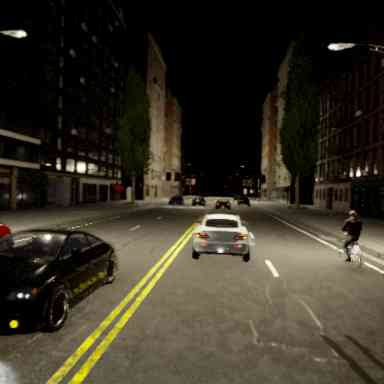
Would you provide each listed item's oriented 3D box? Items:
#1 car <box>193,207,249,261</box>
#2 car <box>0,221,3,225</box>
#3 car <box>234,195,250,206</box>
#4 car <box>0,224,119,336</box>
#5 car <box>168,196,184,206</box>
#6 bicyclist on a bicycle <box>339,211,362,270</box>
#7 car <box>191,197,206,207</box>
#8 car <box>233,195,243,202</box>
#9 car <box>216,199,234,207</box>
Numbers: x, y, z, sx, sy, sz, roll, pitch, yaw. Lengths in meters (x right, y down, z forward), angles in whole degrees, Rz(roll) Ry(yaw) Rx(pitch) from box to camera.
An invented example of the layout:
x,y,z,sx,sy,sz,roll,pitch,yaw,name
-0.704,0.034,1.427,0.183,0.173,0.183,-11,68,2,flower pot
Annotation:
x,y,z,sx,sy,sz,roll,pitch,yaw,name
1.086,1.502,12.230,1.812,1.442,4.674,2,0,5,car
-6.105,1.147,7.328,2.097,1.767,4.553,2,0,5,car
8.310,1.493,53.737,1.837,1.490,4.892,2,1,6,car
-2.923,1.452,6.536,1.994,1.385,4.181,2,0,5,car
-2.206,1.244,47.942,1.812,1.442,4.674,2,0,6,car
4.988,1.465,10.530,0.659,1.776,1.843,2,0,5,bicyclist on a bicycle
1.028,1.358,47.636,2.033,1.411,5.357,2,0,6,car
10.028,1.467,72.682,1.812,1.442,4.674,2,0,5,car
4.014,1.518,42.894,1.895,1.301,4.718,2,0,5,car
